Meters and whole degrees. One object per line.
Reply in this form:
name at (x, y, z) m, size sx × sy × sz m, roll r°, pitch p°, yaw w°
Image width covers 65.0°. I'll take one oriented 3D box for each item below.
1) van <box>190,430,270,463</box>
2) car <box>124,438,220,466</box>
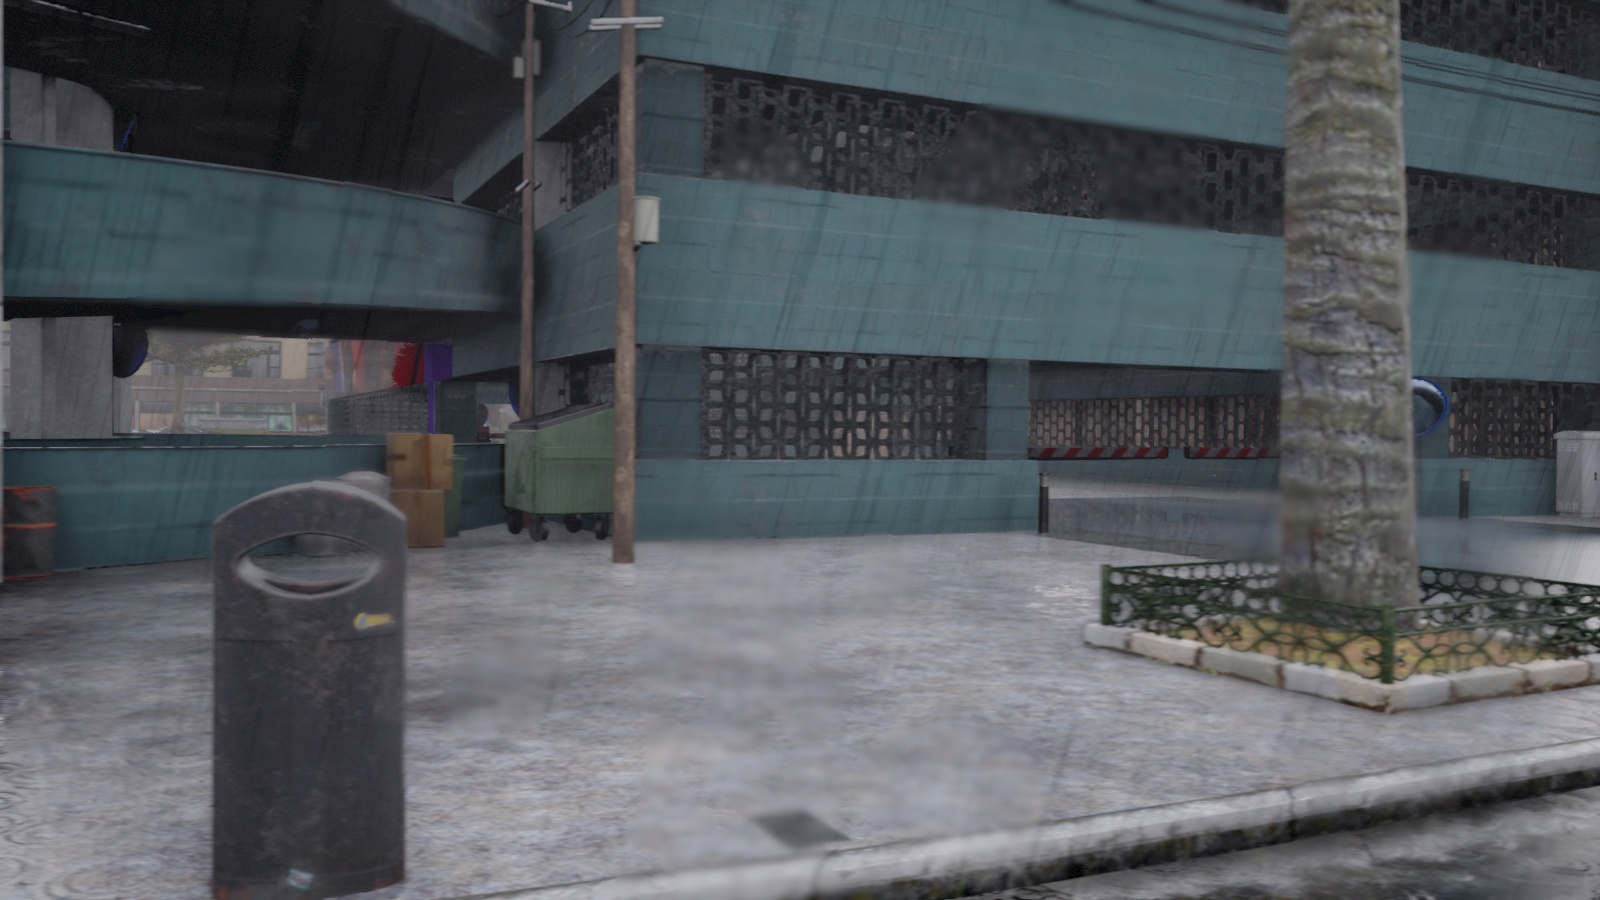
van at (-35.138, -0.237, 77.469) m, size 4.442 × 1.987 × 1.775 m, roll -1°, pitch 1°, yaw -26°
car at (-36.435, 0.098, 72.965) m, size 4.892 × 1.490 × 1.837 m, roll -1°, pitch 1°, yaw -26°
